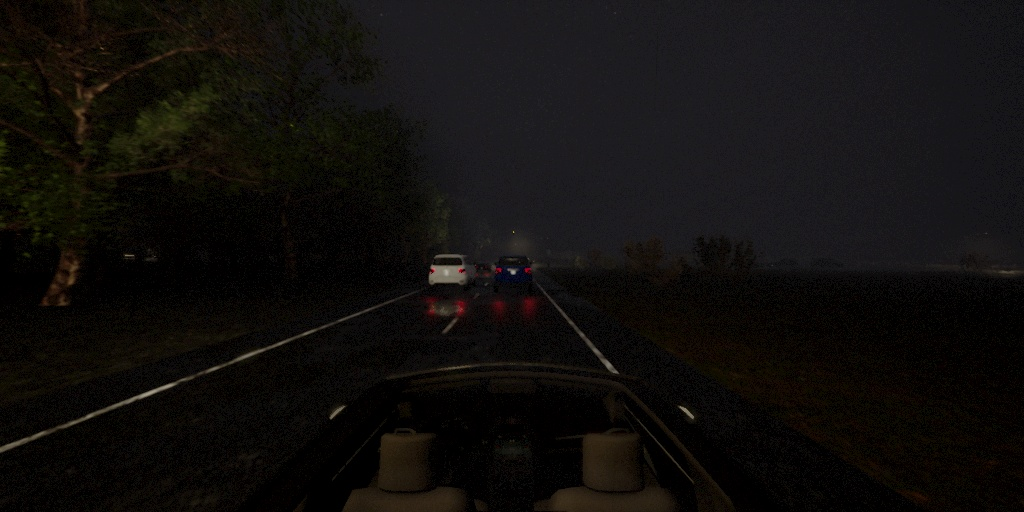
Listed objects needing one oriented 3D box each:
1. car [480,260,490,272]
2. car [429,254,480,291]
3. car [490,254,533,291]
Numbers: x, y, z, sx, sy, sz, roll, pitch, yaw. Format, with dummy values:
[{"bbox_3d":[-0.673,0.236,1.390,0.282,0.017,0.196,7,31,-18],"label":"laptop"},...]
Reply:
[{"bbox_3d":[-3.404,1.166,42.609,1.812,1.442,4.674,0,0,0],"label":"car"},{"bbox_3d":[-3.425,0.924,21.509,2.150,2.045,5.566,0,0,0],"label":"car"},{"bbox_3d":[0.075,0.924,21.418,2.150,2.045,5.566,0,0,0],"label":"car"}]
